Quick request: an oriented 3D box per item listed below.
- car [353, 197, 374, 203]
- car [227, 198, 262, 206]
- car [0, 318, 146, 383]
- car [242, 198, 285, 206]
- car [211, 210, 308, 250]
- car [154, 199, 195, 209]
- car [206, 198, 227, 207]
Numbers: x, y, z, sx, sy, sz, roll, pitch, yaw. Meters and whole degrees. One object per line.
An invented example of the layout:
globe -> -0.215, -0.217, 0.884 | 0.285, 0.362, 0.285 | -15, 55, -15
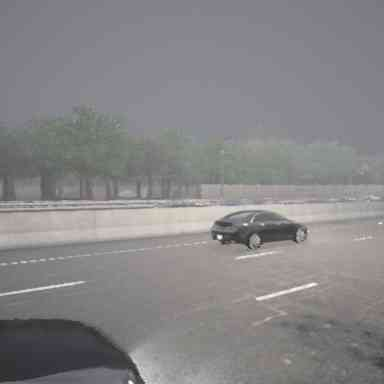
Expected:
car -> 31.218, 1.610, 60.356 | 4.892, 1.490, 1.837 | -1, 0, -35
car -> 6.328, 1.433, 34.327 | 4.553, 1.767, 2.097 | 0, 0, -35
car -> -2.357, 1.568, 2.176 | 4.181, 1.385, 1.994 | 0, 0, -36
car -> 7.150, 1.599, 30.618 | 4.674, 1.442, 1.812 | 0, 0, -35
car -> 3.065, 1.541, 14.558 | 4.892, 1.490, 1.837 | 0, 0, -36
car -> -1.923, 1.574, 37.046 | 4.902, 1.511, 2.128 | 0, 0, -35
car -> 3.703, 1.437, 36.755 | 4.553, 1.767, 2.097 | 0, 0, -35
